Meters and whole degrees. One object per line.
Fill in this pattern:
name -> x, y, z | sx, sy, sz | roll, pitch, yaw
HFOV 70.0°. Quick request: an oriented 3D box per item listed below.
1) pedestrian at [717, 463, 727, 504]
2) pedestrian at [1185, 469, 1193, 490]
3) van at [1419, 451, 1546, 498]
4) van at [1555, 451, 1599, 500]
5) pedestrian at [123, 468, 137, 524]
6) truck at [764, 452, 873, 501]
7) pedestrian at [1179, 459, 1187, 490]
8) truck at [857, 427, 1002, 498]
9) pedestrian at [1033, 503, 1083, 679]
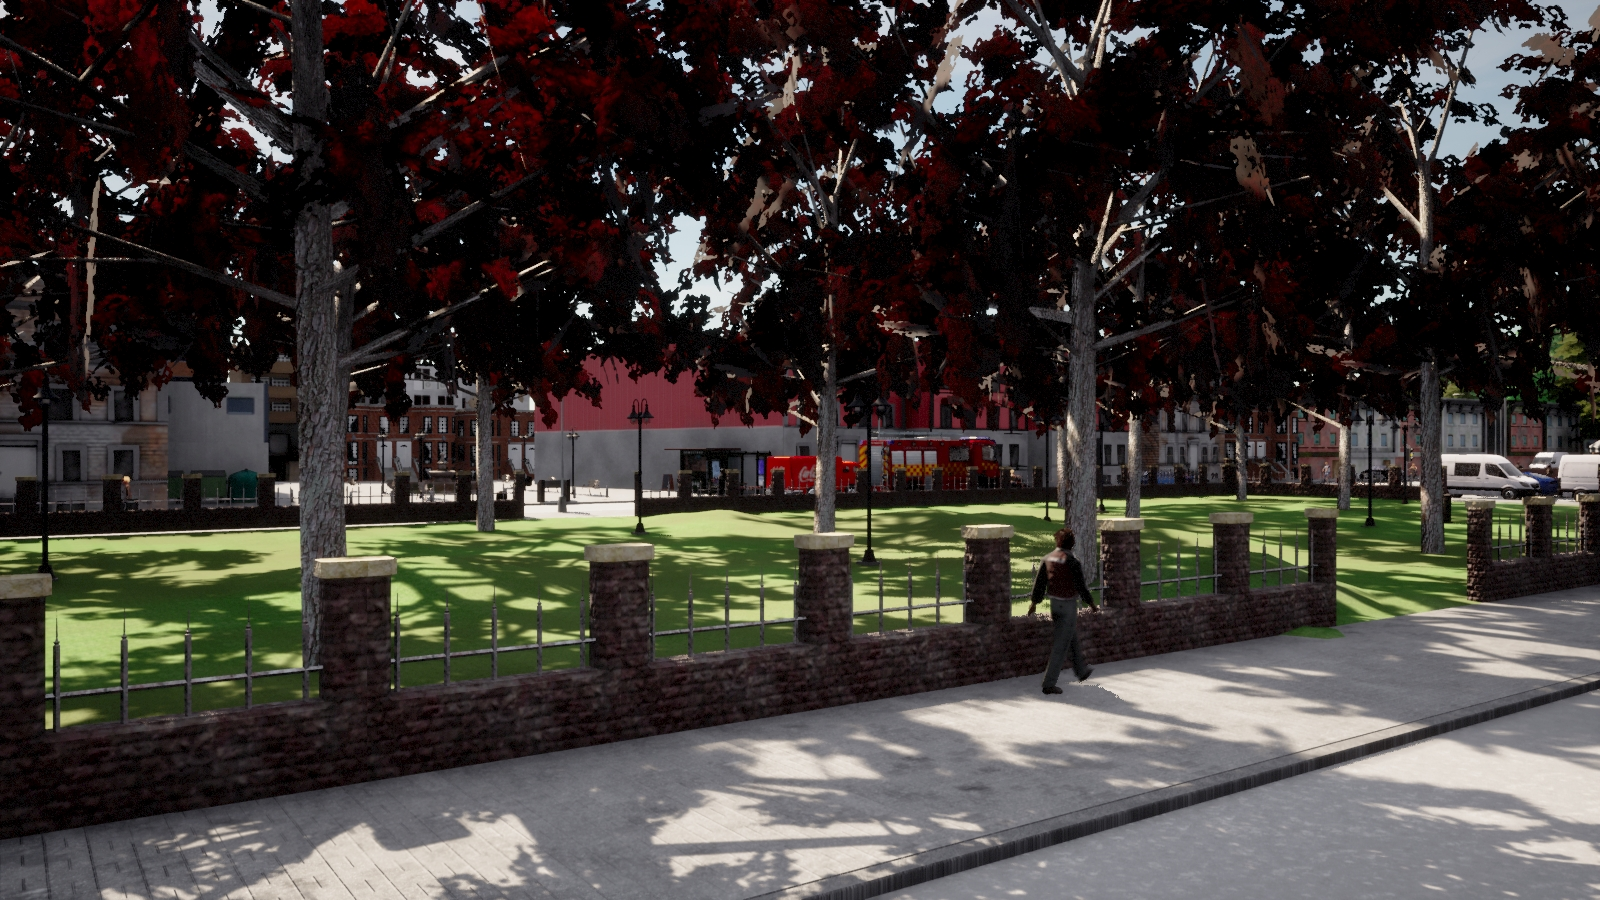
pedestrian -> -3.552, 1.524, 52.043 | 0.375, 1.860, 0.375 | 0, 0, -16
pedestrian -> 23.978, 1.804, 70.429 | 0.375, 1.300, 0.375 | 0, 0, -45
van -> 38.735, 1.314, 65.046 | 1.988, 2.561, 5.915 | 0, 0, -34
van -> 42.801, 1.314, 59.145 | 1.988, 2.561, 5.915 | 0, 0, -34
pedestrian -> -22.374, 1.525, 38.162 | 0.375, 1.860, 0.375 | 0, 0, -35
truck -> 0.982, 1.348, 60.339 | 5.204, 2.467, 2.627 | 0, 0, -35
pedestrian -> 23.828, 1.523, 71.128 | 0.375, 1.860, 0.375 | 0, 0, 34
truck -> 7.473, 0.671, 65.186 | 8.468, 3.827, 2.891 | 0, 0, -35
pedestrian -> 2.826, 1.525, 12.528 | 0.375, 1.860, 0.375 | 0, 0, -34
